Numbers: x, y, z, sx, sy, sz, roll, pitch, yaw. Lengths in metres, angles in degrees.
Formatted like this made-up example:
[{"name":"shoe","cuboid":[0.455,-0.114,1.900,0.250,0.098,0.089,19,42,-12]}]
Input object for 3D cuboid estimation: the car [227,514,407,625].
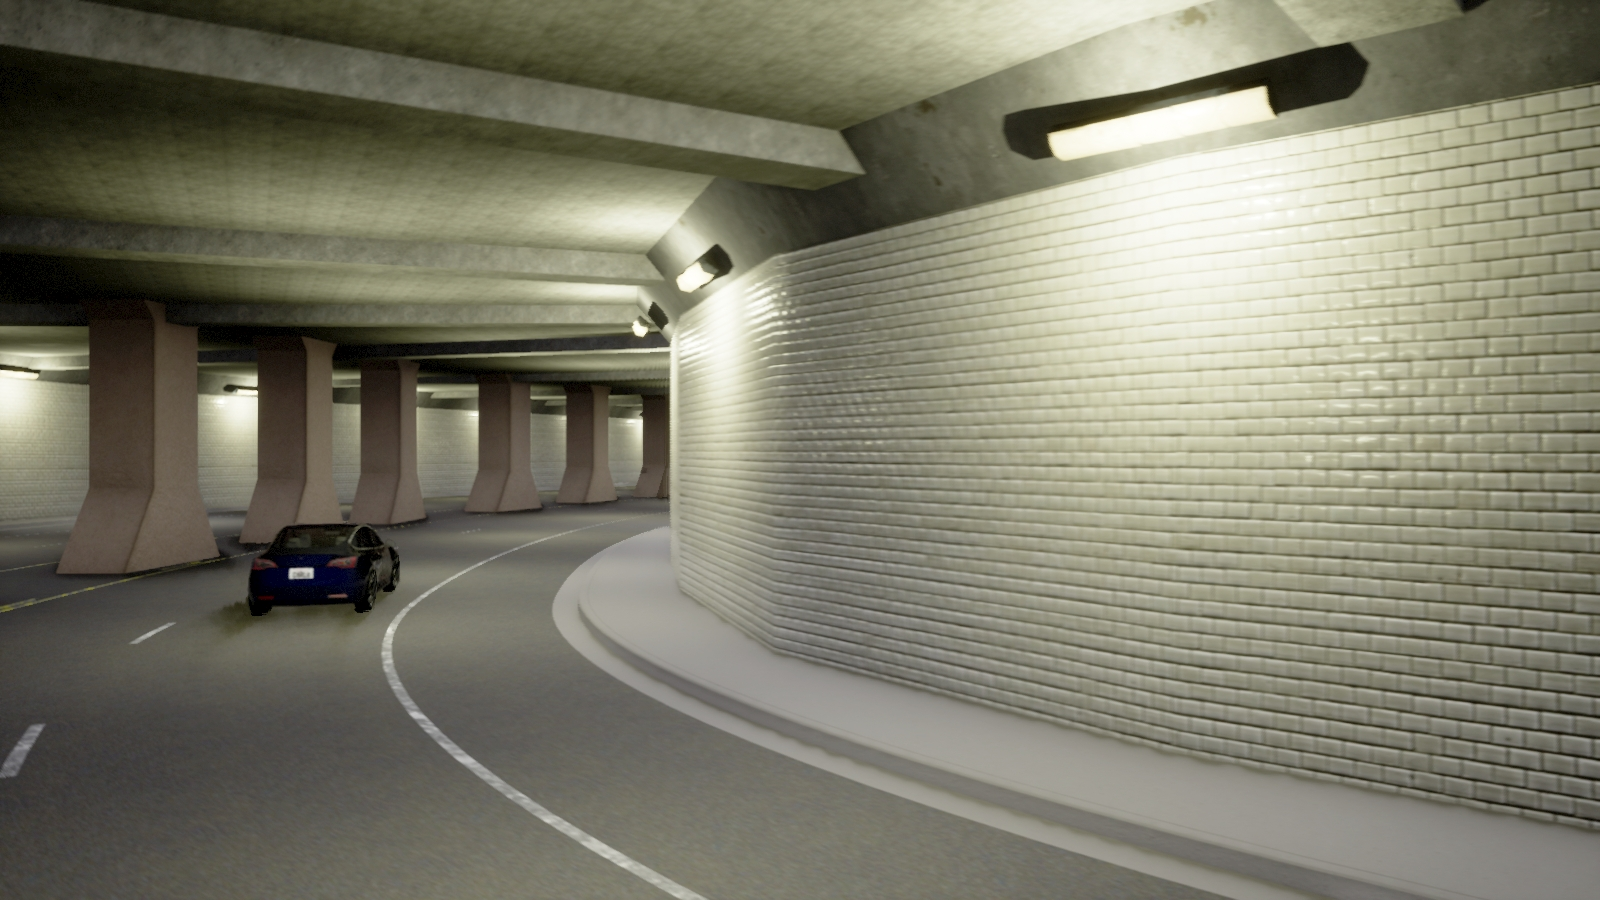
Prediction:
[{"name":"car","cuboid":[-8.666,2.067,20.967,2.163,1.488,4.792,0,0,-12]}]
